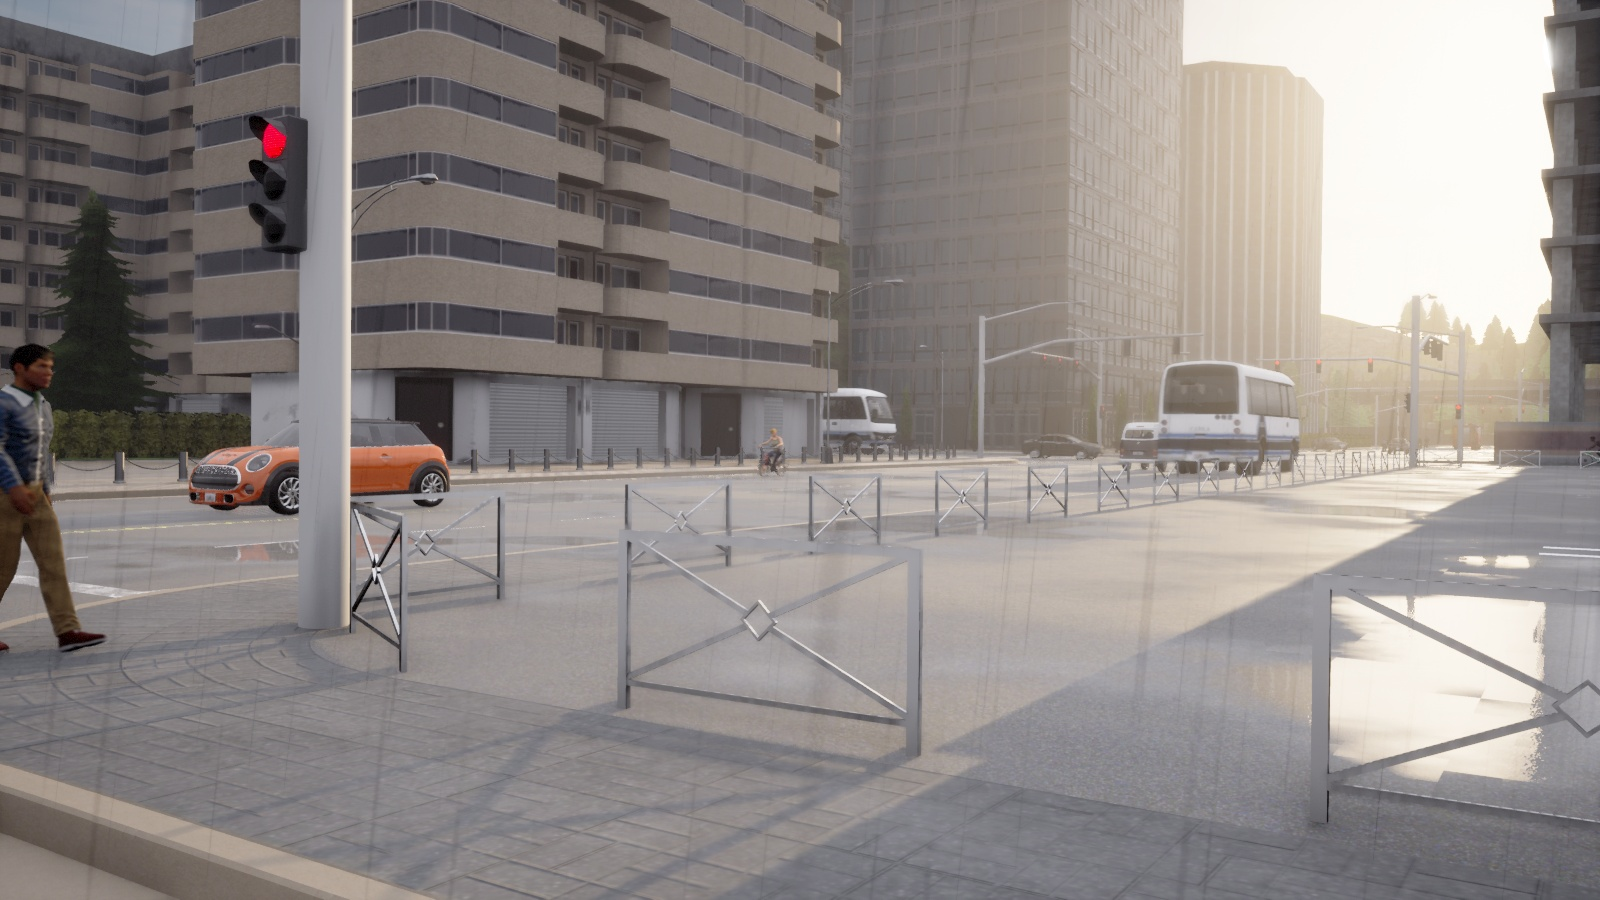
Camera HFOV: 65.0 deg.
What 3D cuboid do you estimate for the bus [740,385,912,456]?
[{"bbox_3d":[1.578,-1.788,79.261,10.273,4.253,3.944,0,0,33],"label":"bus"}]

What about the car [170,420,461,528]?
[{"bbox_3d":[-8.683,0.356,22.910,2.097,1.767,4.553,0,1,33],"label":"car"}]

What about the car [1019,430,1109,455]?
[{"bbox_3d":[15.681,-0.460,74.570,4.892,1.490,1.837,0,1,32],"label":"car"}]

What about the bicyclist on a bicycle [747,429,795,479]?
[{"bbox_3d":[-0.953,0.112,41.356,0.866,1.612,1.509,0,1,33],"label":"bicyclist on a bicycle"}]

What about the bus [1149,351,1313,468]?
[{"bbox_3d":[17.722,-1.502,50.961,3.944,4.253,10.273,0,0,33],"label":"bus"}]

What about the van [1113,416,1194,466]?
[{"bbox_3d":[15.001,-0.407,53.198,2.069,2.038,4.480,0,1,33],"label":"van"}]

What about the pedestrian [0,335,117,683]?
[{"bbox_3d":[-4.485,0.331,7.296,0.788,1.949,0.423,0,1,9],"label":"pedestrian"}]
